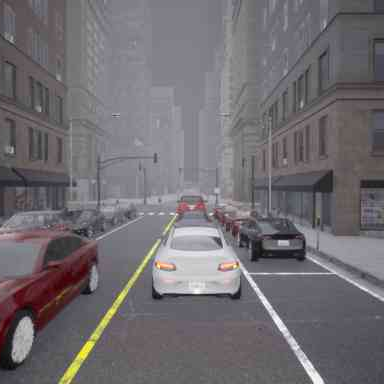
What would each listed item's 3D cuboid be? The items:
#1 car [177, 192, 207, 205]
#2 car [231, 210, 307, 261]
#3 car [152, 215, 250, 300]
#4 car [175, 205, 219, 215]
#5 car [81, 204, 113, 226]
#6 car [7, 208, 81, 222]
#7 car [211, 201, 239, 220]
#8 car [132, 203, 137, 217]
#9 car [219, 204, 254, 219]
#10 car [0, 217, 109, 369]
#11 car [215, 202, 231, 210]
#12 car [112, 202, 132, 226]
[{"bbox_3d":[-0.022,1.220,26.152,2.150,2.045,5.566,0,0,0],"label":"car"},{"bbox_3d":[2.742,1.564,12.037,1.947,1.339,4.313,-1,0,0],"label":"car"},{"bbox_3d":[0.093,1.524,8.279,1.812,1.442,4.674,0,0,0],"label":"car"},{"bbox_3d":[0.083,1.562,16.765,1.994,1.385,4.181,0,0,0],"label":"car"},{"bbox_3d":[-5.788,1.564,17.535,1.947,1.339,4.313,-1,0,0],"label":"car"},{"bbox_3d":[-5.785,1.438,12.029,1.967,1.590,4.097,-1,0,0],"label":"car"},{"bbox_3d":[2.728,1.544,28.552,1.887,1.381,4.507,-1,0,0],"label":"car"},{"bbox_3d":[-5.797,1.544,28.546,1.887,1.381,4.507,-1,0,0],"label":"car"},{"bbox_3d":[2.737,1.543,17.541,1.887,1.381,4.507,-1,0,0],"label":"car"},{"bbox_3d":[-3.103,1.476,5.913,1.882,1.535,5.008,0,0,0],"label":"car"},{"bbox_3d":[2.733,1.543,23.047,1.887,1.381,4.507,-1,0,0],"label":"car"},{"bbox_3d":[-5.792,1.549,23.040,2.008,1.369,4.403,-1,0,0],"label":"car"}]
